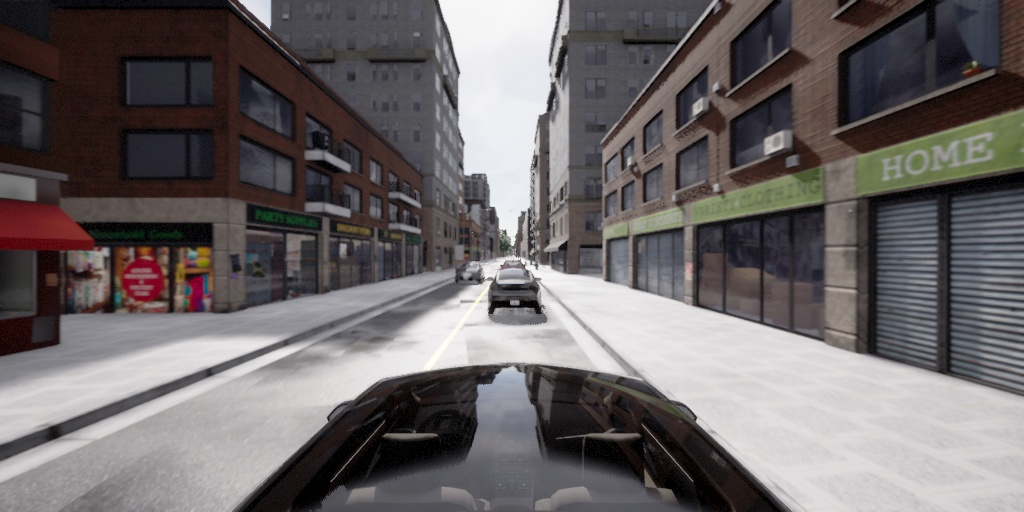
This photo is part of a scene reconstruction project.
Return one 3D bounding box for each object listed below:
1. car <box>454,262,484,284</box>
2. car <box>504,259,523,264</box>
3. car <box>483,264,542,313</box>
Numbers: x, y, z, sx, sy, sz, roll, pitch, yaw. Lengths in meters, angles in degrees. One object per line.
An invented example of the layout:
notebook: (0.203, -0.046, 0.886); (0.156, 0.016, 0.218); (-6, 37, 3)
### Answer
car: (-3.102, 1.199, 26.789); (2.128, 1.511, 4.902); (0, 0, 0)
car: (0.089, 1.057, 29.036); (2.097, 1.767, 4.553); (0, 0, 0)
car: (0.091, 1.233, 13.852); (1.837, 1.490, 4.892); (0, 0, 0)
